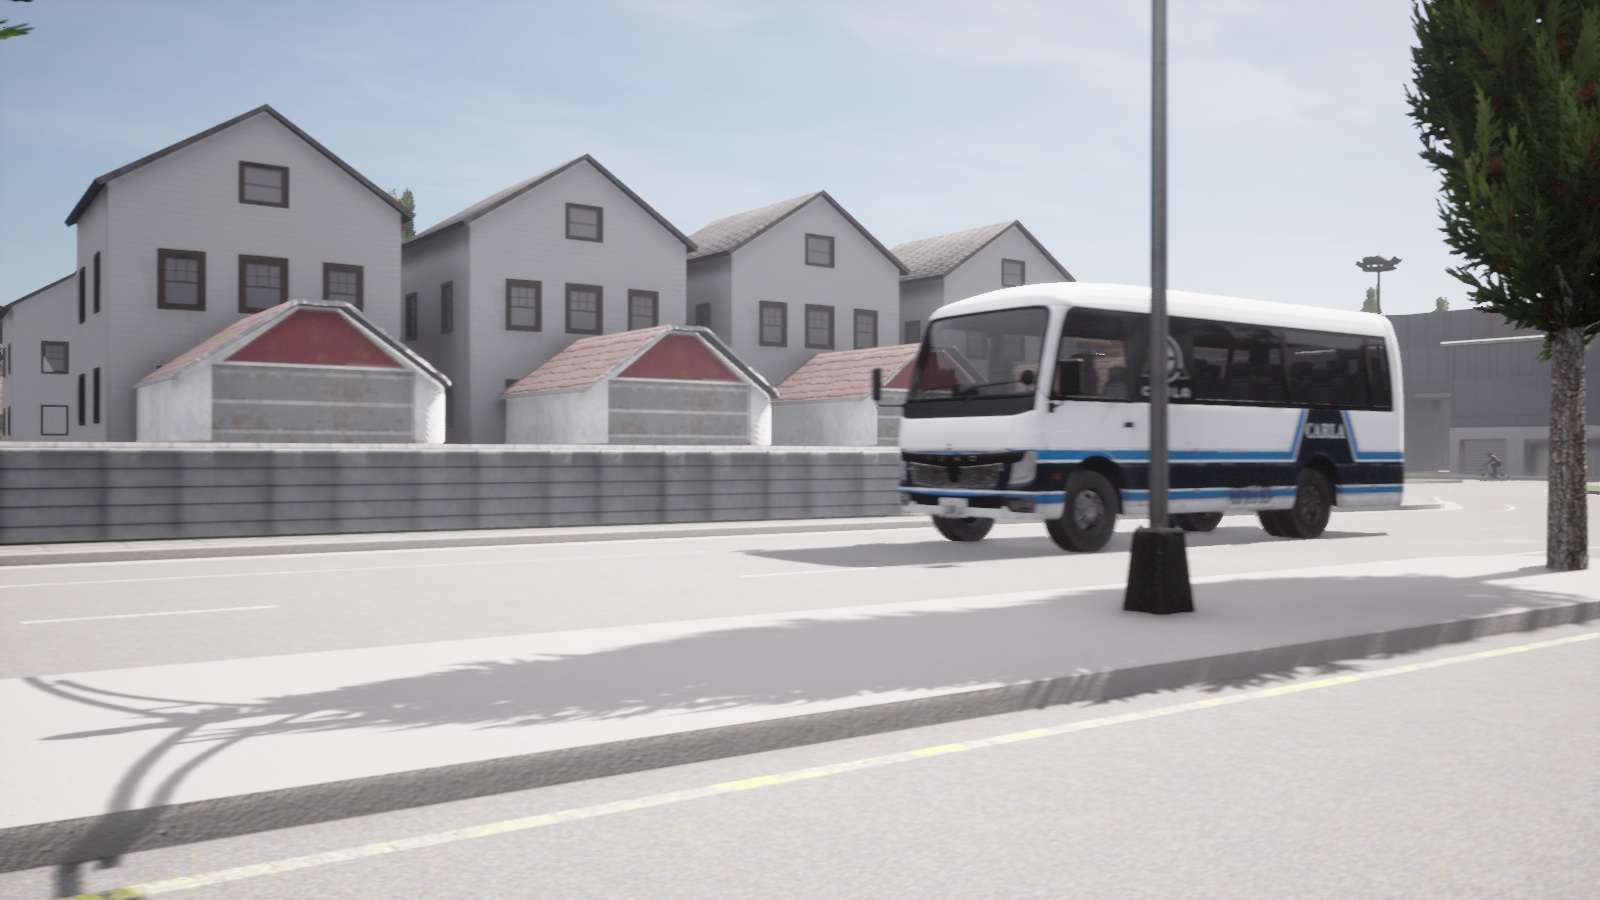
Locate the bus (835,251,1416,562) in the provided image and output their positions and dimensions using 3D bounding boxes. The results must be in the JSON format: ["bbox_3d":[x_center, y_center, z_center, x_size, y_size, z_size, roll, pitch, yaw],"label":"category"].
[{"bbox_3d":[5.932,-0.591,21.741,10.273,4.253,3.944,0,0,-34],"label":"bus"}]
